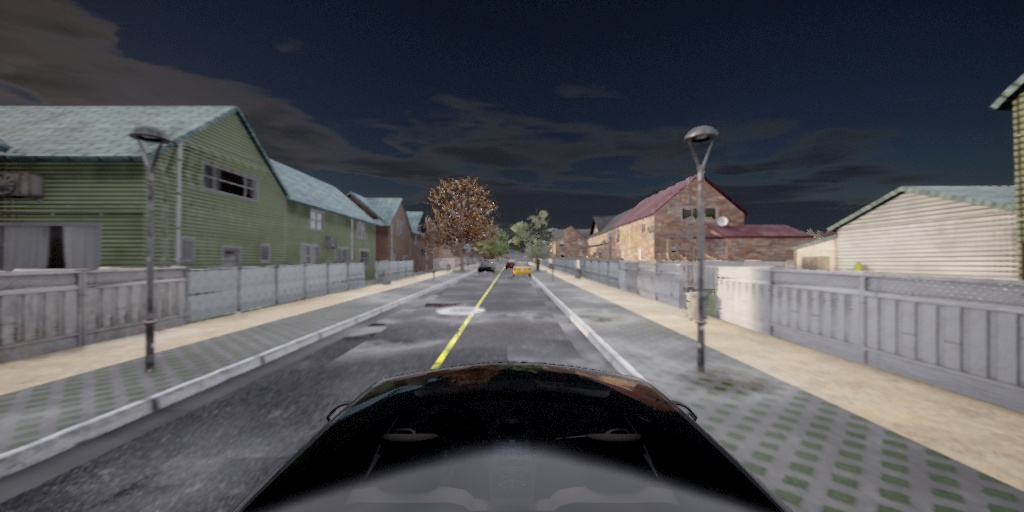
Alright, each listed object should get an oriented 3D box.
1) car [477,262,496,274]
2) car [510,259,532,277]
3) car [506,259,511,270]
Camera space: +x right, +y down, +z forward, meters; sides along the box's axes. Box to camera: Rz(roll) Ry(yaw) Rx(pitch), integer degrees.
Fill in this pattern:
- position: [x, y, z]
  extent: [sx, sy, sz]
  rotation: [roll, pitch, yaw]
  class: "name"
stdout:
- position: [-2.846, 1.371, 40.839]
  extent: [1.895, 1.301, 4.718]
  rotation: [0, 0, 0]
  class: "car"
- position: [0.955, 1.221, 35.503]
  extent: [1.801, 1.575, 5.366]
  rotation: [0, 0, 0]
  class: "car"
- position: [-0.008, 1.261, 54.432]
  extent: [1.882, 1.535, 5.008]
  rotation: [0, 0, 0]
  class: "car"
